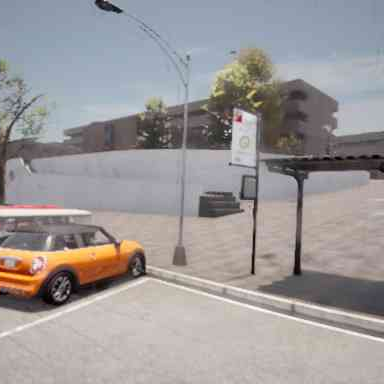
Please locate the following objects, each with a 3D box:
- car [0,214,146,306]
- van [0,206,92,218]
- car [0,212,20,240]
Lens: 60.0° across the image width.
[{"bbox_3d":[-3.173,1.689,9.295,2.185,1.767,4.553,1,-2,24],"label":"car"},{"bbox_3d":[-5.367,1.582,11.308,1.878,1.987,4.442,1,-2,24],"label":"van"},{"bbox_3d":[-11.895,1.838,17.606,2.002,1.452,4.674,1,-2,23],"label":"car"}]
